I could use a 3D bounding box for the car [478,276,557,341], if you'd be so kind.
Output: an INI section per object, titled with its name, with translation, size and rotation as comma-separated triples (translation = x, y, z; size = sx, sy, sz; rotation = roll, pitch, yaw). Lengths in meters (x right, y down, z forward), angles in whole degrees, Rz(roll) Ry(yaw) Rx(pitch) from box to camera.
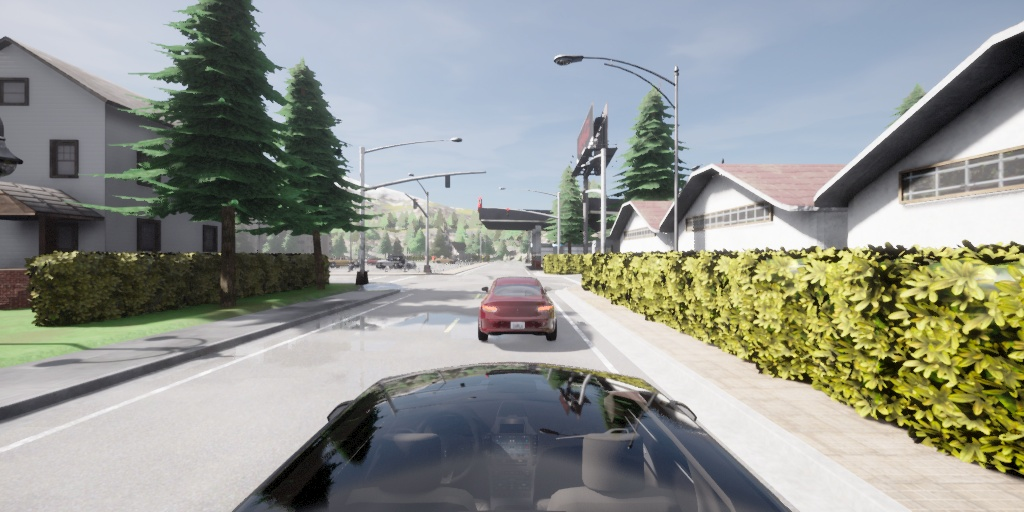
[car]
translation = 0.127, 1.275, 9.753
size = 1.812, 1.442, 4.674
rotation = 0, 0, 0
